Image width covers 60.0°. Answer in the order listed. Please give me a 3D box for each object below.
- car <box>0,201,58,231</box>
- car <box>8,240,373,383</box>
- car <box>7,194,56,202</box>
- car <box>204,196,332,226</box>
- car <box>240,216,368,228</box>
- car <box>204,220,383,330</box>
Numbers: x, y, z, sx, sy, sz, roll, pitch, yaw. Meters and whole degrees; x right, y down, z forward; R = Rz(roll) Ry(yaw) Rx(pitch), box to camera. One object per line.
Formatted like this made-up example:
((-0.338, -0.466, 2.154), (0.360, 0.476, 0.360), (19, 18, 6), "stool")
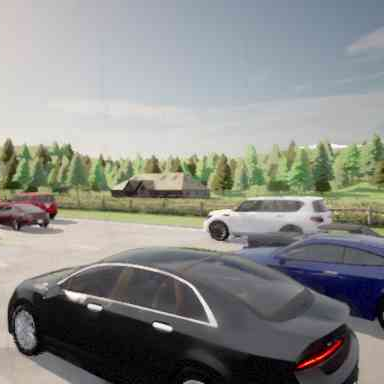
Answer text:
((-10.391, 1.460, 19.993), (4.674, 1.442, 1.812), (0, 0, 35), "car")
((-0.537, 1.495, 4.377), (4.892, 1.490, 1.837), (0, 0, 36), "car")
((-12.802, 1.138, 26.030), (5.566, 2.045, 2.150), (0, 0, 36), "car")
((3.215, 1.202, 14.599), (5.566, 2.045, 2.150), (0, 0, 36), "car")
((3.970, 1.593, 9.759), (4.718, 1.301, 1.895), (0, 0, 36), "car")
((2.613, 1.520, 6.429), (4.674, 1.442, 1.812), (0, 0, 36), "car")
